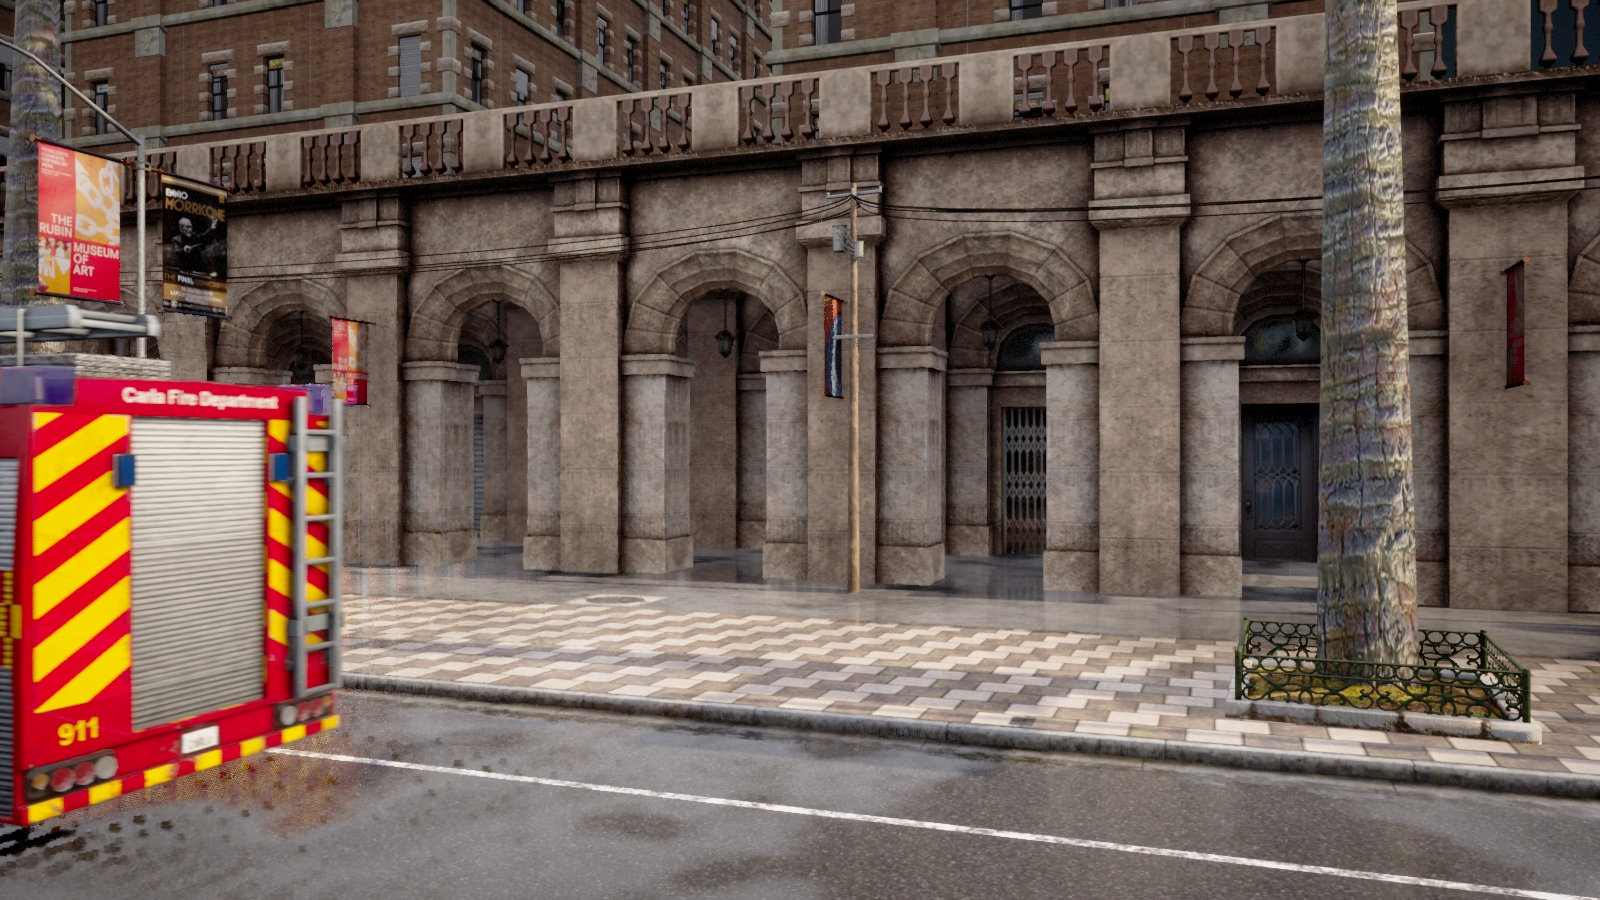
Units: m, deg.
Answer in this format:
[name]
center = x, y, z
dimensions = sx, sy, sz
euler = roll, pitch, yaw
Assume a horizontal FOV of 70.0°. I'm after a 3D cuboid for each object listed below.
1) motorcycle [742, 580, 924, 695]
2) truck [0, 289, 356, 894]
[motorcycle]
center = 0.395, 2.215, 13.714
dimensions = 2.033, 1.145, 0.803
euler = 0, 0, 20
[truck]
center = -8.331, 0.895, 10.043
dimensions = 8.468, 3.827, 2.891
euler = 0, 0, 20
